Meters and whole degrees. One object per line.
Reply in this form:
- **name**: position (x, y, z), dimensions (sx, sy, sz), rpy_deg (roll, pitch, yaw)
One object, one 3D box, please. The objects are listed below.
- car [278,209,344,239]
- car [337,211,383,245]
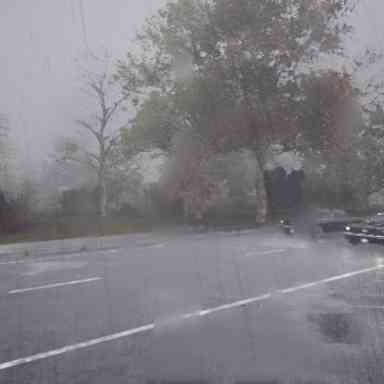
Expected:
- **car**: position (6.611, 1.540, 16.964), dimensions (4.718, 1.301, 1.895), rpy_deg (0, 0, -34)
- **car**: position (8.452, 1.543, 13.984), dimensions (4.718, 1.301, 1.895), rpy_deg (0, 0, -34)
